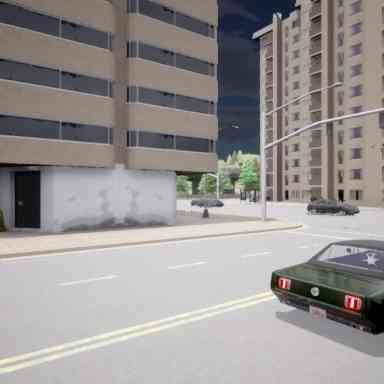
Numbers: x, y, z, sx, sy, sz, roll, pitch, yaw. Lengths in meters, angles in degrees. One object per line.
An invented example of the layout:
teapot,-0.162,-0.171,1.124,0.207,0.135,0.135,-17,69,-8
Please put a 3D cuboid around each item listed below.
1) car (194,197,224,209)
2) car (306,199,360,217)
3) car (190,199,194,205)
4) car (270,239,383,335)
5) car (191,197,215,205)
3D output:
car,2.605,1.564,46.563,1.994,1.385,4.181,0,0,-36
car,13.428,1.504,31.880,1.837,1.490,4.892,0,0,-39
car,1.511,1.564,54.339,1.994,1.385,4.181,0,0,-36
car,3.797,1.601,6.483,4.718,1.301,1.895,0,0,-35
car,1.859,1.601,59.889,1.895,1.301,4.718,0,0,-35
